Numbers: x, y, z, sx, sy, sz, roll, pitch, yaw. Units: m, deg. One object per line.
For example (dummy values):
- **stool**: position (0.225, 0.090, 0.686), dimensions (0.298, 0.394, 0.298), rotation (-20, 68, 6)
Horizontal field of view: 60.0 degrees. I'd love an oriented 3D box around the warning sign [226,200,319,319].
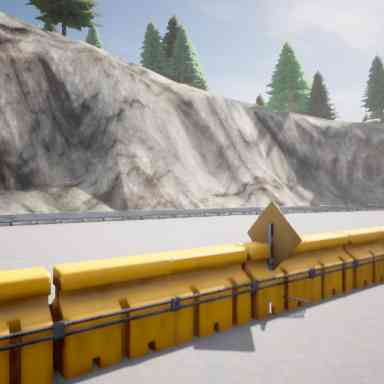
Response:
- **warning sign**: position (1.461, 1.098, 6.162), dimensions (1.060, 1.860, 1.300), rotation (0, 0, -34)
